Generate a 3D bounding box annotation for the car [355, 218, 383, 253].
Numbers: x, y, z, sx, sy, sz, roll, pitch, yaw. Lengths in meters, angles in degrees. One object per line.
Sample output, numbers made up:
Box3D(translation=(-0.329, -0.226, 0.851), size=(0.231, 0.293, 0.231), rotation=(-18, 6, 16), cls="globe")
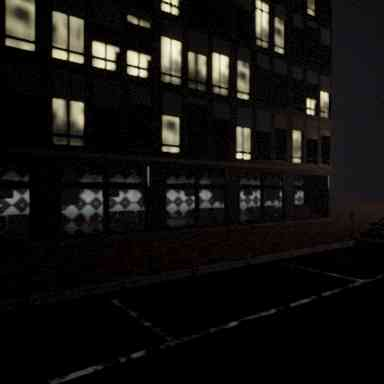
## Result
Box3D(translation=(7.612, 1.485, 12.022), size=(4.206, 1.307, 1.802), rotation=(-1, 1, -36), cls="car")
